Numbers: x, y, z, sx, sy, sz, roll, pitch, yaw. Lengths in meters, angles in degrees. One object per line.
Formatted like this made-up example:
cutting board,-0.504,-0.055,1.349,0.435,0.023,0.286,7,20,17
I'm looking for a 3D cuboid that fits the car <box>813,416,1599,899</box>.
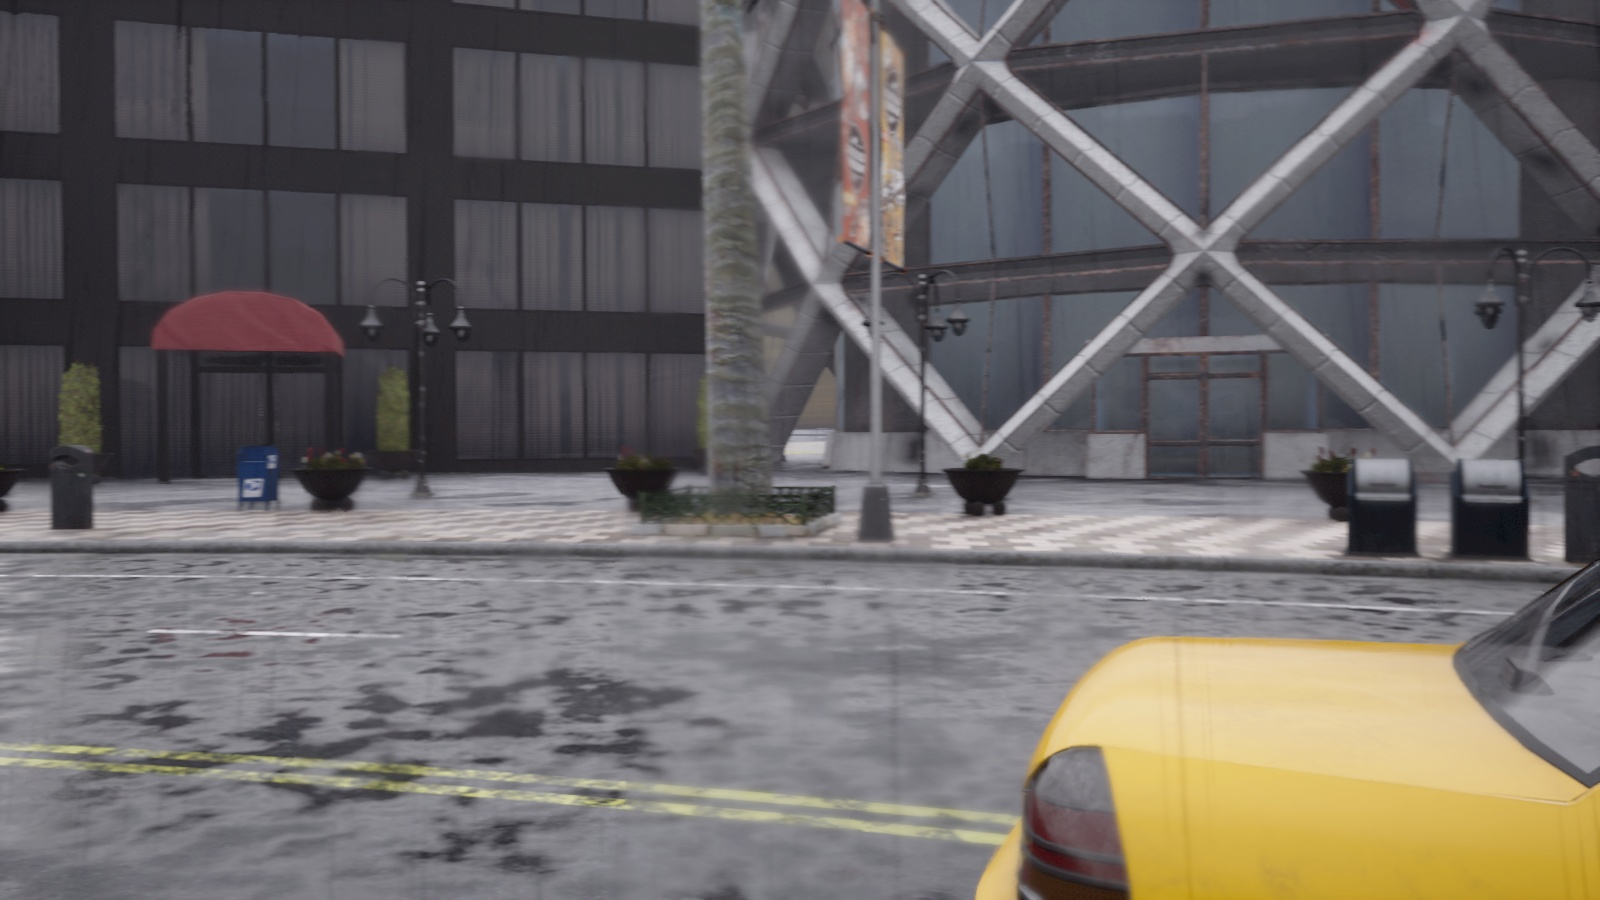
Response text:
car,2.851,0.736,2.169,5.366,1.575,1.801,1,1,22
